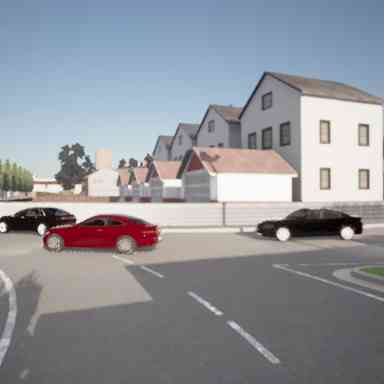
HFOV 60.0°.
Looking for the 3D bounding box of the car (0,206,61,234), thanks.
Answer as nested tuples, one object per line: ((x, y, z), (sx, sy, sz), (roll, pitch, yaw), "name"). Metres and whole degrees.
((-8.750, 1.579, 18.740), (4.892, 1.490, 1.837), (0, 0, 23), "car")

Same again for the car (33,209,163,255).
((-3.448, 1.565, 13.024), (4.674, 1.442, 1.812), (0, 0, 12), "car")

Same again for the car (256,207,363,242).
((5.615, 1.482, 16.051), (5.008, 1.535, 1.882), (0, 0, -6), "car")
